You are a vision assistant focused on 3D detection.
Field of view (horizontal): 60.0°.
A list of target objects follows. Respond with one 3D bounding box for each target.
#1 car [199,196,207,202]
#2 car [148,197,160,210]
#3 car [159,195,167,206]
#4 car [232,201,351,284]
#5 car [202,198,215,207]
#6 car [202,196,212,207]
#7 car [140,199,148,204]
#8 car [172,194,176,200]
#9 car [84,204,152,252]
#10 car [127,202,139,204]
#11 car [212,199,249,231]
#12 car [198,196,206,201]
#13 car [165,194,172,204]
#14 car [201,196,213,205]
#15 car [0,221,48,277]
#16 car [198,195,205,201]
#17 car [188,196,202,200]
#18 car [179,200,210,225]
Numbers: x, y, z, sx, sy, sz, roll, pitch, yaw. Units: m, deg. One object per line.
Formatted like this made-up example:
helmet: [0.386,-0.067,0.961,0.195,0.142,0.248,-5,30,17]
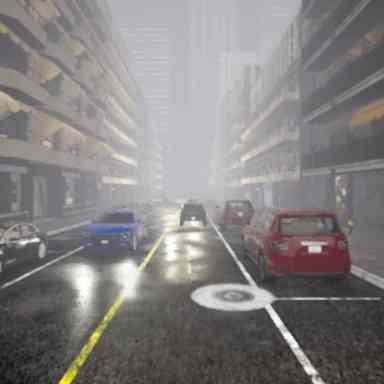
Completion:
car: [2.641,1.710,82.448,1.947,1.339,4.313,-1,0,0]
car: [-5.721,1.624,43.259,2.008,1.369,4.403,-1,0,0]
car: [-5.726,1.643,54.462,2.008,1.369,4.403,-1,0,0]
car: [2.672,1.332,9.622,2.192,1.841,5.009,-1,0,0]
car: [2.654,1.659,54.438,1.947,1.339,4.313,-1,0,0]
car: [2.656,1.609,49.006,1.752,1.417,4.829,-1,0,0]
car: [-5.715,1.636,32.054,1.802,1.307,4.206,-1,0,0]
car: [-5.745,1.714,93.677,2.008,1.369,4.403,-1,0,0]
car: [-3.102,1.501,14.300,1.882,1.535,5.008,0,0,0]
car: [-5.713,1.626,26.452,1.802,1.307,4.206,-1,0,0]
car: [2.667,1.351,20.826,2.192,1.841,5.009,-1,0,0]
car: [2.638,1.705,88.051,2.008,1.369,4.403,-1,0,0]
car: [-5.735,1.427,65.667,2.192,1.841,5.009,-1,0,0]
car: [2.650,1.543,60.040,1.967,1.590,4.097,-1,0,0]
car: [-5.712,1.566,9.646,2.008,1.369,4.403,-1,0,0]
car: [2.635,1.690,93.822,1.752,1.417,4.829,-1,0,0]
car: [0.078,1.604,45.950,1.812,1.442,4.674,0,0,0]
car: [0.088,1.545,24.705,1.837,1.490,4.892,0,-1,0]
